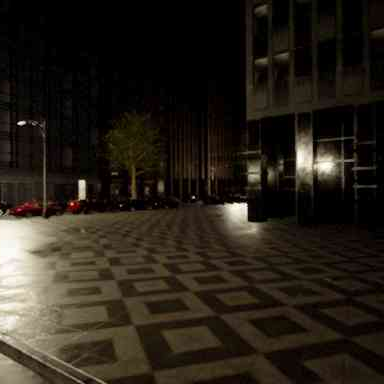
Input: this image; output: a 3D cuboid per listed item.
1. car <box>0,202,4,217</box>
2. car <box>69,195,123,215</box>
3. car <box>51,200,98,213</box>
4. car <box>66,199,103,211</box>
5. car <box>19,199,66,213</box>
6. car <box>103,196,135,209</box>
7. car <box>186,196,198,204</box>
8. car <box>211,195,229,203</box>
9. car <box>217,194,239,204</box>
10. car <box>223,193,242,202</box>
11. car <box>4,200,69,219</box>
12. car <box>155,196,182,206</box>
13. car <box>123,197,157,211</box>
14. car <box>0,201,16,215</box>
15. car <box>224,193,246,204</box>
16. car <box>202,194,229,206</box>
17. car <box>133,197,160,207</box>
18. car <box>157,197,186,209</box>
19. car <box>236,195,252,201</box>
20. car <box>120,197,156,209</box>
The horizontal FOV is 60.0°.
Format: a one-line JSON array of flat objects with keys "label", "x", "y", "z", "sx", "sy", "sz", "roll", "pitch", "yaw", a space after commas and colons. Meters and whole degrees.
[{"label": "car", "x": -18.665, "y": 1.486, "z": 29.008, "sx": 1.837, "sy": 1.490, "sz": 4.892, "roll": -1, "pitch": 0, "yaw": 35}, {"label": "car", "x": -9.522, "y": 1.217, "z": 32.098, "sx": 2.192, "sy": 1.841, "sz": 5.009, "roll": 0, "pitch": 0, "yaw": 35}, {"label": "car", "x": -13.042, "y": 1.549, "z": 37.158, "sx": 1.895, "sy": 1.301, "sz": 4.718, "roll": -1, "pitch": 0, "yaw": 35}, {"label": "car", "x": -13.332, "y": 1.545, "z": 41.584, "sx": 1.802, "sy": 1.307, "sz": 4.206, "roll": 0, "pitch": 0, "yaw": 35}, {"label": "car", "x": -16.535, "y": 1.546, "z": 36.942, "sx": 1.947, "sy": 1.339, "sz": 4.313, "roll": 0, "pitch": 0, "yaw": 35}, {"label": "car", "x": -10.130, "y": 1.387, "z": 46.225, "sx": 1.967, "sy": 1.590, "sz": 4.097, "roll": 0, "pitch": 0, "yaw": 35}, {"label": "car", "x": -0.519, "y": 1.476, "z": 60.150, "sx": 1.947, "sy": 1.339, "sz": 4.313, "roll": 0, "pitch": 0, "yaw": 35}, {"label": "car", "x": 5.887, "y": 1.436, "z": 69.432, "sx": 1.887, "sy": 1.381, "sz": 4.507, "roll": -1, "pitch": 0, "yaw": 35}, {"label": "car", "x": 6.566, "y": 1.201, "z": 59.950, "sx": 2.097, "sy": 1.767, "sz": 4.553, "roll": -1, "pitch": 0, "yaw": 35}, {"label": "car", "x": 9.089, "y": 1.197, "z": 74.075, "sx": 2.192, "sy": 1.841, "sz": 5.009, "roll": -1, "pitch": 0, "yaw": 35}, {"label": "car", "x": -12.723, "y": 1.503, "z": 27.456, "sx": 1.802, "sy": 1.307, "sz": 4.206, "roll": 0, "pitch": 0, "yaw": 35}, {"label": "car", "x": -3.819, "y": 1.446, "z": 55.367, "sx": 1.752, "sy": 1.417, "sz": 4.829, "roll": 0, "pitch": 0, "yaw": 35}, {"label": "car", "x": -6.318, "y": 1.451, "z": 36.738, "sx": 1.947, "sy": 1.339, "sz": 4.313, "roll": 0, "pitch": 0, "yaw": 35}, {"label": "car", "x": -19.738, "y": 1.565, "z": 32.300, "sx": 1.947, "sy": 1.339, "sz": 4.313, "roll": 0, "pitch": 0, "yaw": 35}, {"label": "car", "x": 6.492, "y": 1.147, "z": 55.303, "sx": 2.192, "sy": 1.841, "sz": 5.009, "roll": -1, "pitch": 0, "yaw": 35}, {"label": "car", "x": 3.290, "y": 1.388, "z": 50.661, "sx": 1.887, "sy": 1.381, "sz": 4.507, "roll": 0, "pitch": 0, "yaw": 35}, {"label": "car", "x": -6.925, "y": 1.515, "z": 50.866, "sx": 1.802, "sy": 1.307, "sz": 4.206, "roll": 0, "pitch": 0, "yaw": 35}, {"label": "car", "x": -3.115, "y": 1.435, "z": 41.378, "sx": 1.947, "sy": 1.339, "sz": 4.313, "roll": 0, "pitch": 0, "yaw": 35}, {"label": "car", "x": 12.295, "y": 1.438, "z": 78.716, "sx": 1.947, "sy": 1.339, "sz": 4.313, "roll": -1, "pitch": 0, "yaw": 35}, {"label": "car", "x": -7.307, "y": 1.411, "z": 45.443, "sx": 2.128, "sy": 1.511, "sz": 4.902, "roll": -1, "pitch": 0, "yaw": 35}]
